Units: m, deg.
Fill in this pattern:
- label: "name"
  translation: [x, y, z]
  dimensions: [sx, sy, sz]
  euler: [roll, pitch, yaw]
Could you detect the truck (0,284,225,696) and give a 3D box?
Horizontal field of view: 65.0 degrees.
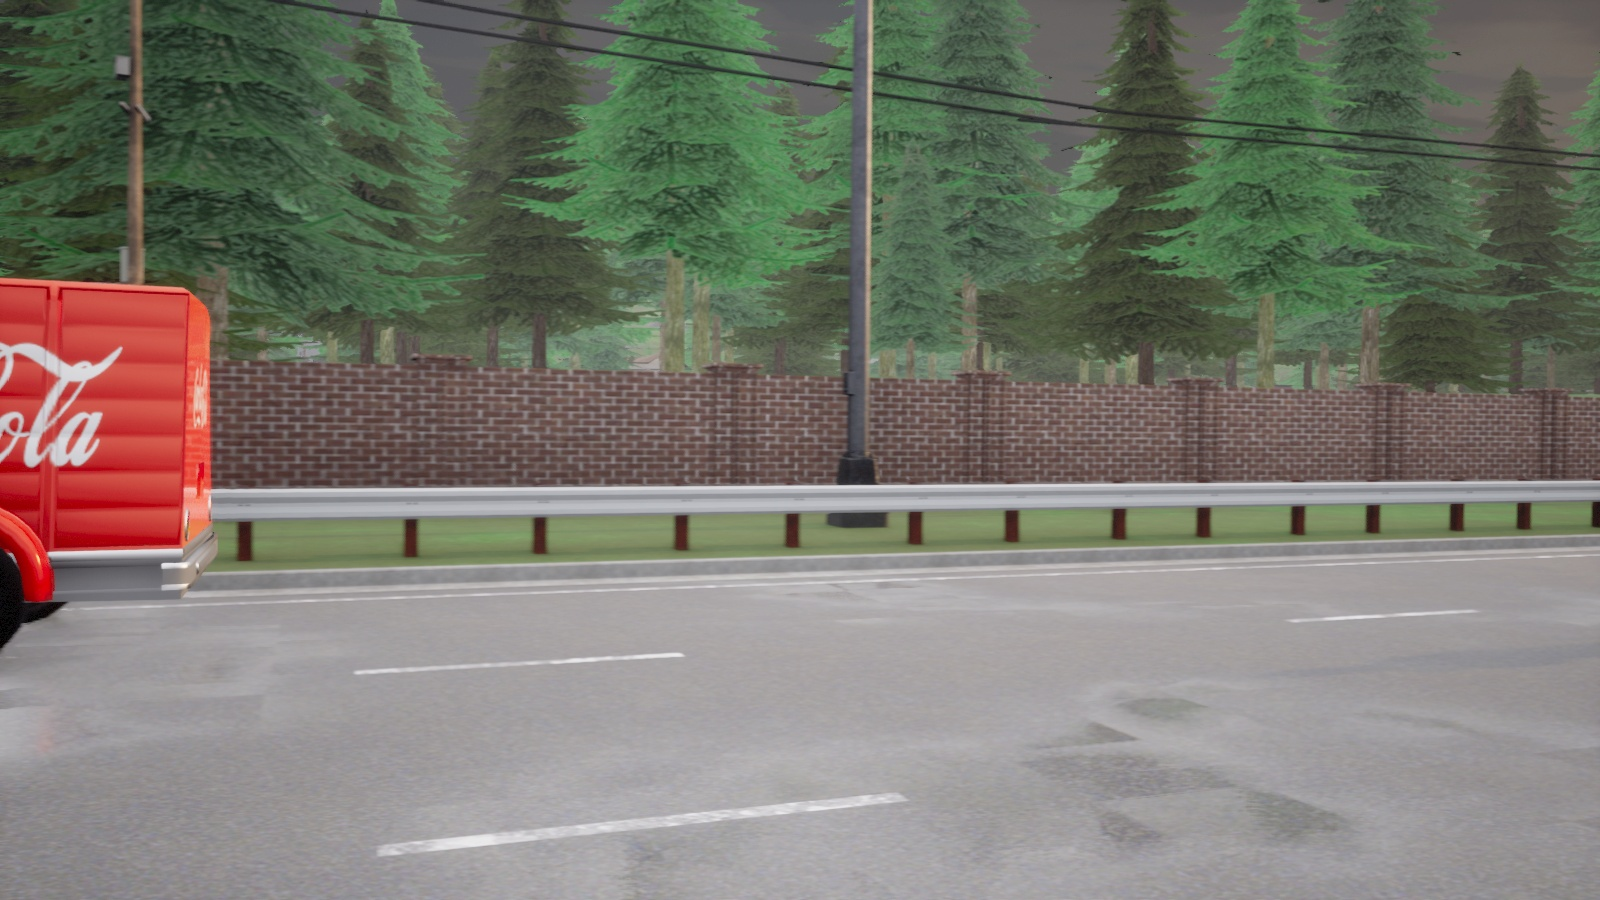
- label: "truck"
  translation: [-6.715, 0.251, 8.171]
  dimensions: [5.204, 2.467, 2.627]
  euler: [-1, 1, -21]
